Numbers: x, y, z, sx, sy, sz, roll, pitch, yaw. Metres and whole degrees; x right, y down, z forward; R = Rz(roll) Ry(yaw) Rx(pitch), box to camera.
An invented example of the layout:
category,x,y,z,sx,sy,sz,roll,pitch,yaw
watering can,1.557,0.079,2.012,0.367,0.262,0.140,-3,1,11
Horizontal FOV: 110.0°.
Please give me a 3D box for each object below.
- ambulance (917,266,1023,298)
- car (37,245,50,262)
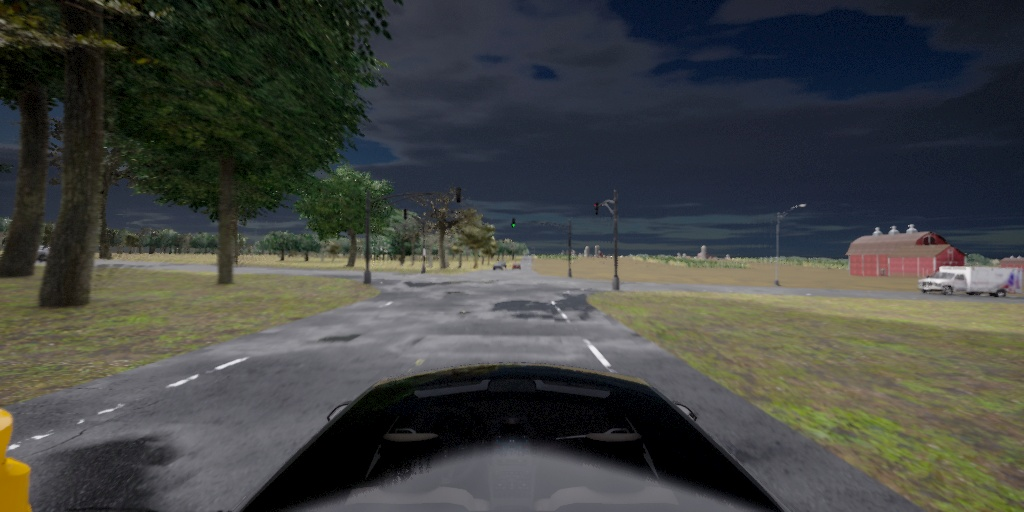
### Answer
category,x,y,z,sx,sy,sz,roll,pitch,yaw
ambulance,38.155,2.138,30.066,6.366,2.431,2.351,2,-1,4
car,-41.353,-0.230,31.422,4.674,1.442,1.812,2,0,4
